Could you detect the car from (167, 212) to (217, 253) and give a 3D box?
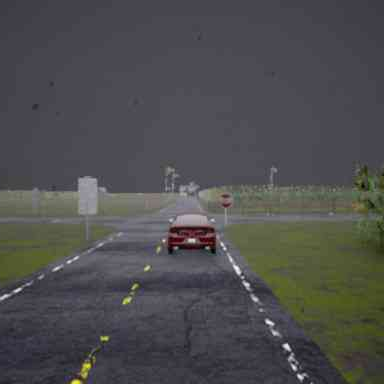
[{"bbox_3d":[-0.002,1.610,14.470,1.882,1.535,5.008,0,0,0],"label":"car"}]

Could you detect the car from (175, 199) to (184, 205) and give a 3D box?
[{"bbox_3d":[-2.765,2.168,74.700,2.033,1.411,5.357,0,0,0],"label":"car"}]

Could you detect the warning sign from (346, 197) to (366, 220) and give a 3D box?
[{"bbox_3d":[14.057,1.388,28.569,1.060,1.860,1.300,0,0,-6],"label":"warning sign"}]
